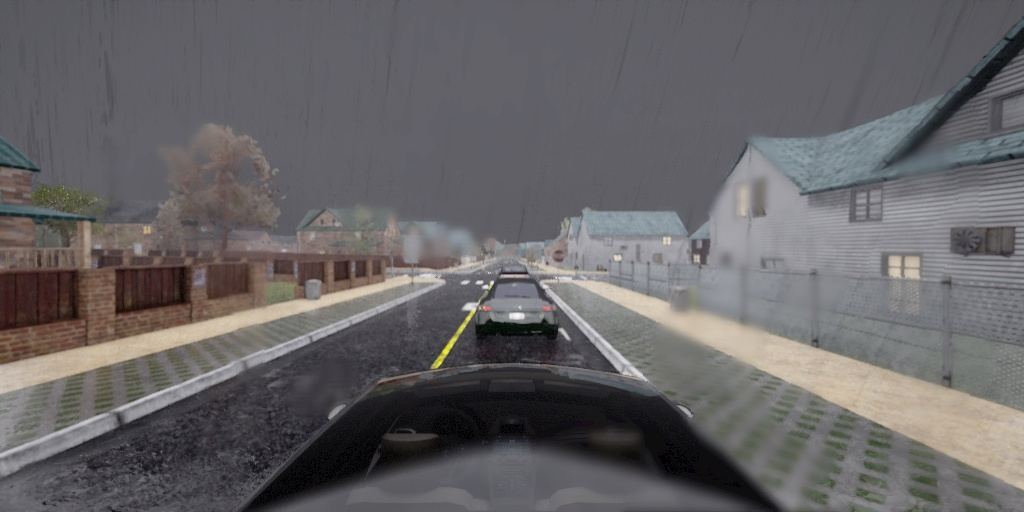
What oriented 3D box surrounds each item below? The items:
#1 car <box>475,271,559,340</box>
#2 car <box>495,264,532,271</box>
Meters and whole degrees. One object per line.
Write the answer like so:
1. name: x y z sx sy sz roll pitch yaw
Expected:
1. car: 0.107 1.282 9.884 1.994 1.385 4.181 0 0 0
2. car: 0.081 1.172 19.802 2.128 1.511 4.902 0 0 -1
